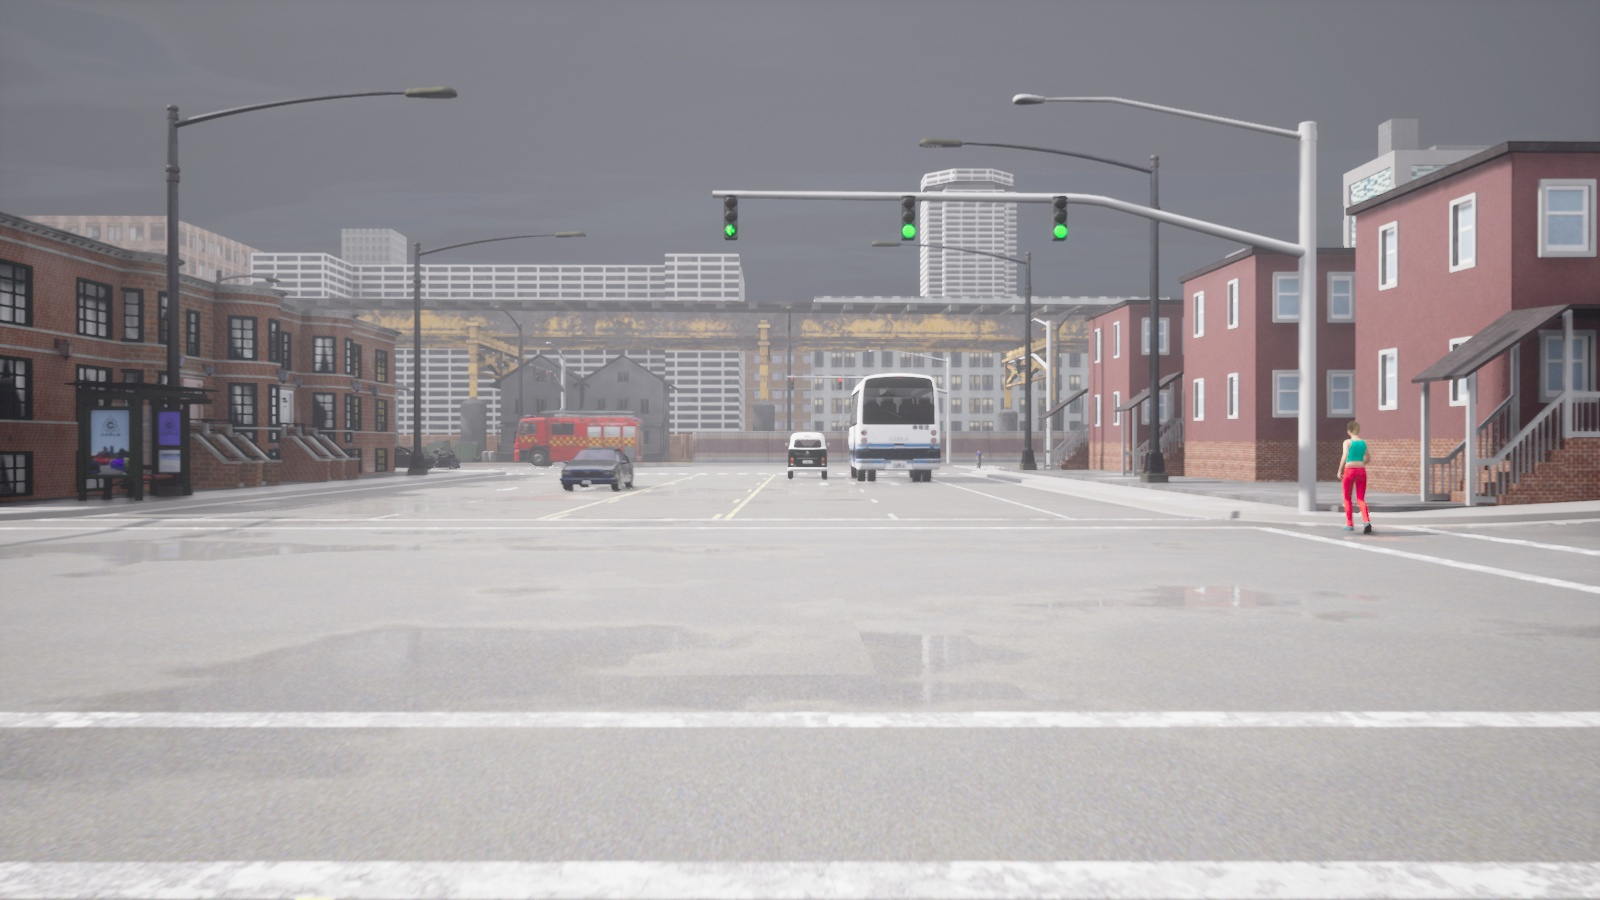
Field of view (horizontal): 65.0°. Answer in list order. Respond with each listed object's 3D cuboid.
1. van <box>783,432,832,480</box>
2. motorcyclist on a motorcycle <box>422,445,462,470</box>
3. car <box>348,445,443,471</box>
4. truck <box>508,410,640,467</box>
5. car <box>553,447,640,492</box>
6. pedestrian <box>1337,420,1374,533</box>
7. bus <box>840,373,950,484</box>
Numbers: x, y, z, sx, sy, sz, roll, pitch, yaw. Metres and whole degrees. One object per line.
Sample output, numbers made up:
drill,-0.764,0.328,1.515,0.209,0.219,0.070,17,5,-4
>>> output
van,0.337,0.242,55.737,2.069,2.038,4.480,0,0,0
motorcyclist on a motorcycle,-21.538,0.455,75.566,2.191,1.530,0.866,0,0,0
car,-23.179,0.438,72.077,4.892,1.490,1.837,0,0,0
truck,-15.409,-0.782,86.023,8.468,3.827,2.891,0,0,0
car,-6.741,0.616,42.268,2.033,1.411,5.357,0,0,0
pedestrian,9.115,0.425,20.603,0.345,1.836,0.594,0,0,1
bus,3.824,-0.845,53.381,3.944,4.253,10.273,0,0,0
